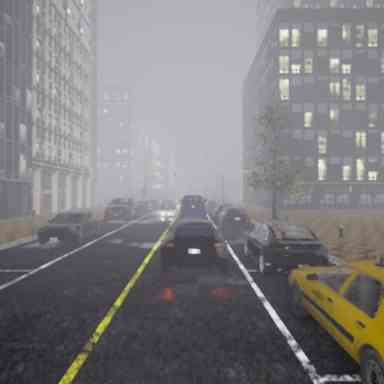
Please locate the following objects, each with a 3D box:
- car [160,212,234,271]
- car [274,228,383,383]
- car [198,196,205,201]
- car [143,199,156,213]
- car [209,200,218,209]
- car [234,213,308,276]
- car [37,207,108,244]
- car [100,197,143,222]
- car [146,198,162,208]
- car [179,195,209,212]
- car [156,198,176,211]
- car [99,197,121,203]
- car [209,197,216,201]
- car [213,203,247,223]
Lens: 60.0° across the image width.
[{"bbox_3d":[0.073,1.579,11.020,1.994,1.385,4.181,0,0,0],"label":"car"},{"bbox_3d":[2.668,1.531,4.625,1.752,1.417,4.829,0,0,0],"label":"car"},{"bbox_3d":[2.706,1.739,94.924,1.752,1.417,4.829,0,0,0],"label":"car"},{"bbox_3d":[-5.682,1.608,38.617,1.887,1.381,4.507,0,0,0],"label":"car"},{"bbox_3d":[2.665,1.607,27.211,1.947,1.339,4.313,0,0,0],"label":"car"},{"bbox_3d":[2.664,1.564,10.144,2.008,1.369,4.403,0,0,0],"label":"car"},{"bbox_3d":[-5.684,1.588,15.860,1.947,1.339,4.313,0,0,0],"label":"car"},{"bbox_3d":[-5.681,1.356,27.239,2.192,1.841,5.009,0,0,0],"label":"car"},{"bbox_3d":[-5.680,1.654,49.994,1.947,1.339,4.313,0,0,0],"label":"car"},{"bbox_3d":[0.091,1.264,28.807,2.150,2.045,5.566,0,0,0],"label":"car"},{"bbox_3d":[-3.084,1.564,42.828,2.128,1.511,4.902,0,0,0],"label":"car"},{"bbox_3d":[-17.456,1.663,70.781,4.206,1.307,1.802,0,-1,0],"label":"car"},{"bbox_3d":[2.666,1.657,44.278,1.802,1.307,4.206,0,0,0],"label":"car"},{"bbox_3d":[2.664,1.596,21.521,1.947,1.339,4.313,0,0,0],"label":"car"}]
